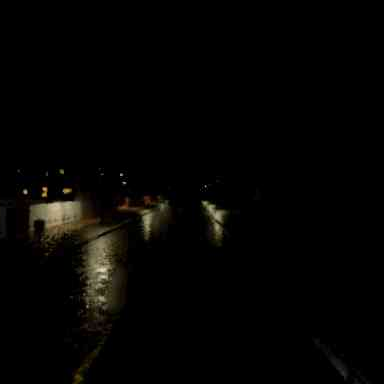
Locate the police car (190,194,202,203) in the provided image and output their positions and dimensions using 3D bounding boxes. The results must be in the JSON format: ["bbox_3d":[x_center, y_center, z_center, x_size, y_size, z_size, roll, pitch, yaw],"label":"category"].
[{"bbox_3d":[0.982,1.499,68.814,1.930,1.638,5.238,0,0,0],"label":"police car"}]

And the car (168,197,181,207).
[{"bbox_3d":[-2.796,1.543,53.801,1.882,1.535,5.008,0,0,0],"label":"car"}]
